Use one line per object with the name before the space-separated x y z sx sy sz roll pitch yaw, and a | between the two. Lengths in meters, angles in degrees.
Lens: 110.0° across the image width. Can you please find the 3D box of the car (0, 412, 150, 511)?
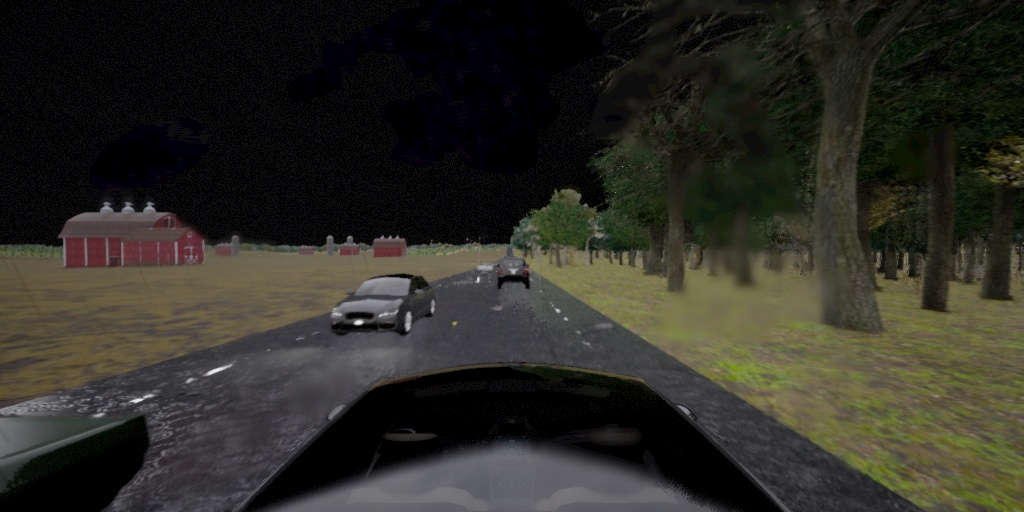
car | -3.599 1.341 0.359 1.895 1.301 4.718 0 0 0

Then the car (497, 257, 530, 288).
car | 0.095 1.112 25.229 2.150 2.045 5.566 0 0 0

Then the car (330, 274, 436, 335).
car | -3.590 1.321 10.833 1.837 1.490 4.892 0 0 0

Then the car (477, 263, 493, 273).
car | -3.525 1.546 47.710 1.895 1.301 4.718 0 0 0
